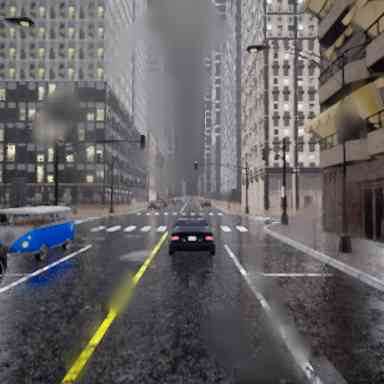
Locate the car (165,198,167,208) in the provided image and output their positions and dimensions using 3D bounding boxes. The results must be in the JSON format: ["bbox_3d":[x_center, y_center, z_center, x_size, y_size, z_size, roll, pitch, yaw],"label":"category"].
[{"bbox_3d":[-5.658,2.120,56.156,1.802,1.307,4.206,1,-1,0],"label":"car"}]

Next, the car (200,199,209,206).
[{"bbox_3d":[2.730,2.227,73.115,1.752,1.417,4.829,1,-1,0],"label":"car"}]

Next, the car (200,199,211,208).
[{"bbox_3d":[2.724,2.175,61.789,1.802,1.307,4.206,1,-1,0],"label":"car"}]

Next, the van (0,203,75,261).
[{"bbox_3d":[-5.805,1.462,12.519,1.690,1.788,3.998,1,-1,0],"label":"van"}]

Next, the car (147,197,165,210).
[{"bbox_3d":[-5.656,1.925,50.582,1.967,1.590,4.097,1,-1,0],"label":"car"}]

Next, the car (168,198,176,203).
[{"bbox_3d":[-5.643,2.464,95.180,2.008,1.369,4.403,1,-1,0],"label":"car"}]

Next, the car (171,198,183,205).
[{"bbox_3d":[-2.975,2.233,73.960,1.812,1.442,4.674,0,-1,0],"label":"car"}]

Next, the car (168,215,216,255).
[{"bbox_3d":[0.005,1.683,13.998,2.033,1.411,5.357,0,-1,0],"label":"car"}]

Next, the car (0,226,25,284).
[{"bbox_3d":[-5.642,1.634,6.976,1.947,1.339,4.313,1,-1,0],"label":"car"}]

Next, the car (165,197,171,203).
[{"bbox_3d":[-5.650,1.907,61.733,2.192,1.841,5.009,1,-1,0],"label":"car"}]

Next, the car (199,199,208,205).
[{"bbox_3d":[2.731,2.319,78.522,1.947,1.339,4.313,1,-1,0],"label":"car"}]
